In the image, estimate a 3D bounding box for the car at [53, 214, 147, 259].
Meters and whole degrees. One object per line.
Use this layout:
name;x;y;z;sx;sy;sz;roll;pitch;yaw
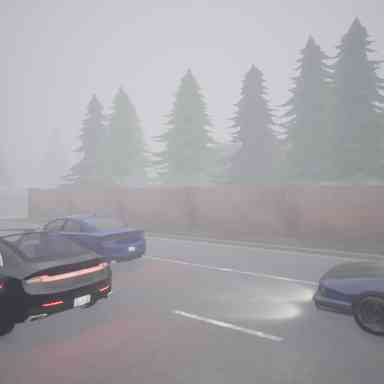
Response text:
car;-3.732;1.478;10.985;5.008;1.535;1.882;0;0;36

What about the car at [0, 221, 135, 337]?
car;-3.690;1.492;6.643;4.902;1.511;2.128;0;0;36

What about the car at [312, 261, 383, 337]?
car;4.723;1.548;4.922;5.357;1.411;2.033;0;0;35
